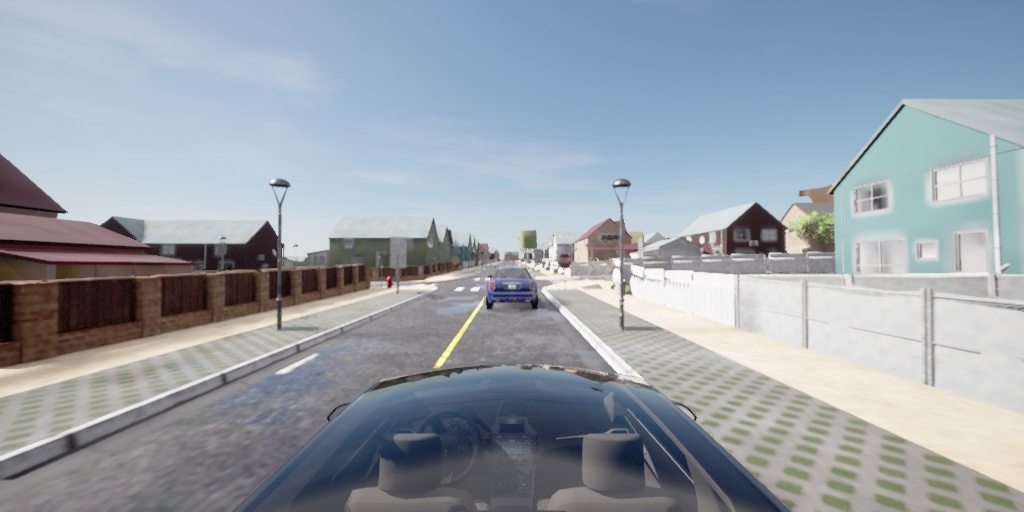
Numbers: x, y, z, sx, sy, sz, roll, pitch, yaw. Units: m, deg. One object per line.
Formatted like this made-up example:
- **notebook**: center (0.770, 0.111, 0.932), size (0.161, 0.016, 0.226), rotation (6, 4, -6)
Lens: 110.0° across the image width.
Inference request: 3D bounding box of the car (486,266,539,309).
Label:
- **car**: center (0.006, 1.232, 15.940), size (2.097, 1.767, 4.553), rotation (0, -1, 0)
